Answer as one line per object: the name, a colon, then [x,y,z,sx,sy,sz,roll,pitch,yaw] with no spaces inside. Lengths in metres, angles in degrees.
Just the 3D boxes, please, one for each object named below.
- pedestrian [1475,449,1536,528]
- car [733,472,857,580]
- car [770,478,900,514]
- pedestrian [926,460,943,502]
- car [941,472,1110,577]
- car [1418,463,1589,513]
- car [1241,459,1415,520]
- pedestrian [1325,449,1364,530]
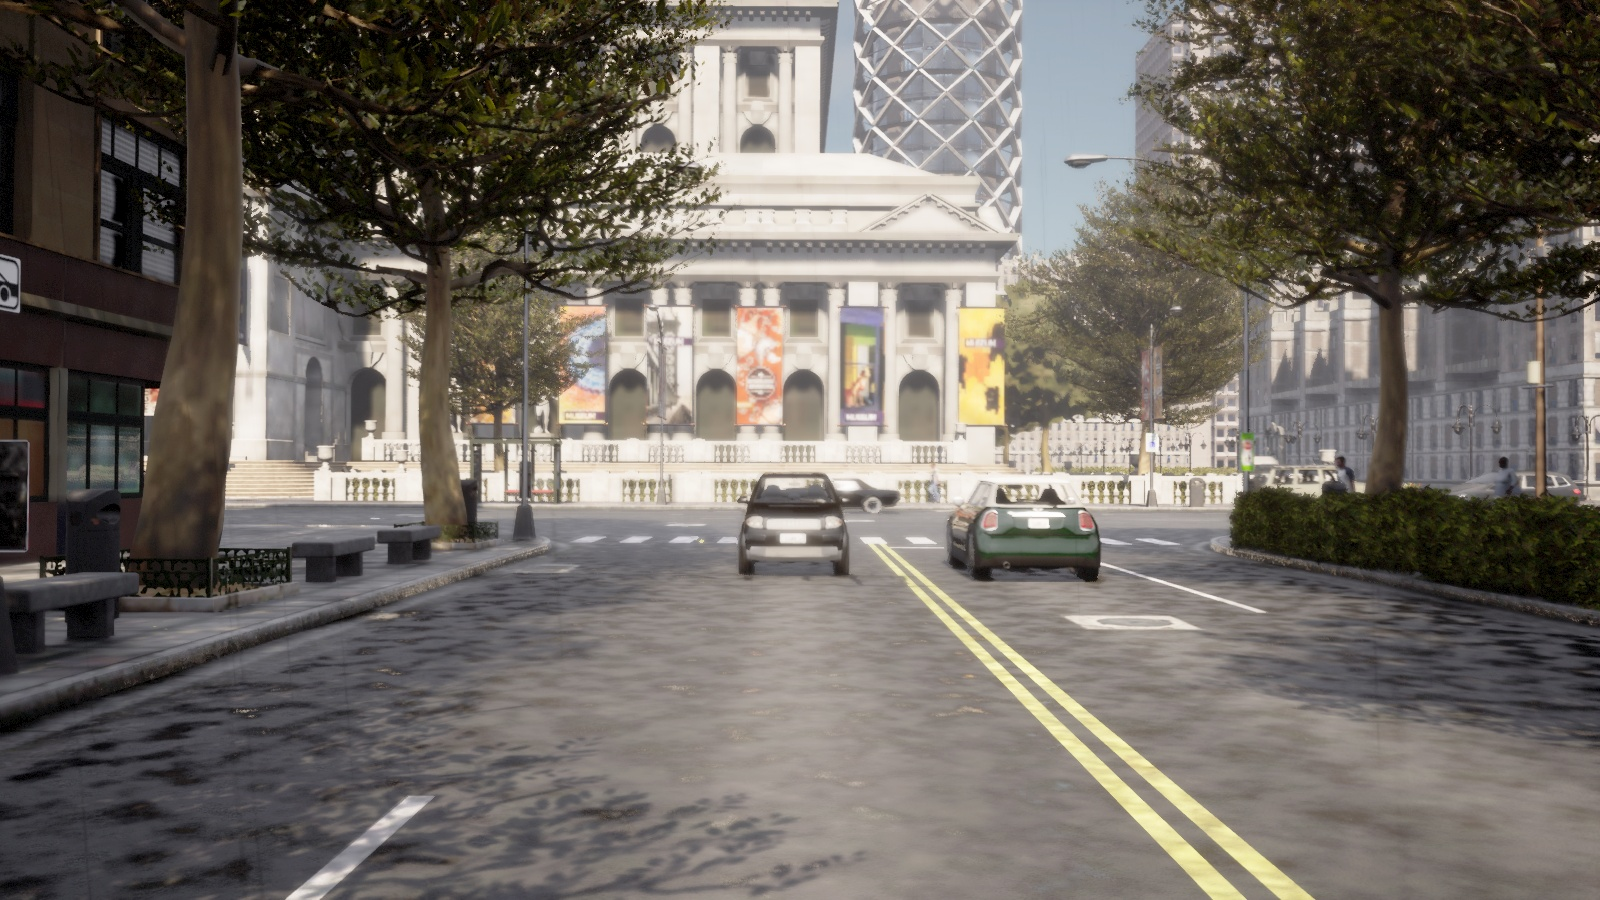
pedestrian: [16.864,0.907,30.041,0.900,1.855,0.874,0,-1,-15]
car: [-0.080,1.129,19.966,1.789,1.549,3.705,0,-1,0]
car: [1.254,1.689,46.537,4.718,1.301,1.895,0,-1,-1]
pedestrian: [5.945,1.376,55.433,0.706,1.836,0.354,0,-1,-1]
car: [3.411,1.097,19.750,1.970,1.475,3.806,0,-1,0]
car: [24.081,1.286,43.093,4.611,1.667,2.242,0,-1,-2]
car: [16.520,1.227,39.455,4.605,1.855,1.932,0,-1,0]
pedestrian: [12.356,0.899,28.516,0.706,1.836,0.354,0,-1,0]
